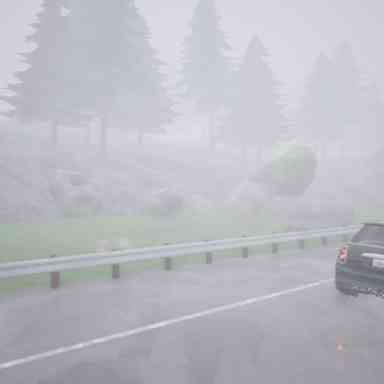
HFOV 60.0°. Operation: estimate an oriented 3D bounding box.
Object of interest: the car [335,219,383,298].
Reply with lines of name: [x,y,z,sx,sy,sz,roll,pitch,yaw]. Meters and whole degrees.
car: [5.242,1.349,7.382,4.553,1.767,2.097,0,0,-35]
